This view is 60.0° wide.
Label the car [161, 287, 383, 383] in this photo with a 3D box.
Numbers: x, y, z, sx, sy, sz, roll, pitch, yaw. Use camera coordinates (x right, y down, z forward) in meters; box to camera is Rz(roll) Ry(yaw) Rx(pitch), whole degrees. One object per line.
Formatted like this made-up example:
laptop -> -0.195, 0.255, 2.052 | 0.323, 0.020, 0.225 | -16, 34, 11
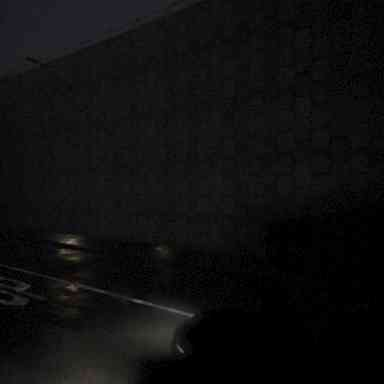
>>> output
car -> 1.883, 1.528, 2.647 | 4.674, 1.442, 1.812 | 0, 0, 36
